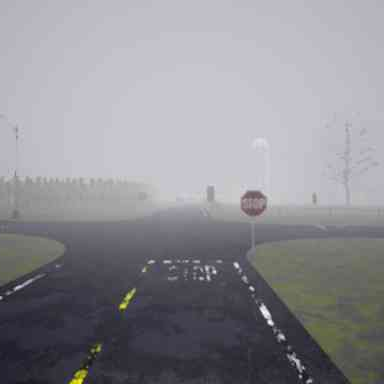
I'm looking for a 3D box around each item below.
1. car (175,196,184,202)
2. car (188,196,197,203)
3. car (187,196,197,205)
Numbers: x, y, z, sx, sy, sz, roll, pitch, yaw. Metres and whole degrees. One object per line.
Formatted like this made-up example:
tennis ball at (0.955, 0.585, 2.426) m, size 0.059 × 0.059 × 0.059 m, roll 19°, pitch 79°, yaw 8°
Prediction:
car at (-2.700, 1.476, 71.610) m, size 1.895 × 1.301 × 4.718 m, roll 0°, pitch 0°, yaw 0°
car at (0.051, 1.746, 77.461) m, size 2.128 × 1.511 × 4.902 m, roll 0°, pitch 0°, yaw 0°
car at (0.048, 1.722, 67.042) m, size 1.882 × 1.535 × 5.008 m, roll 0°, pitch 0°, yaw 0°
